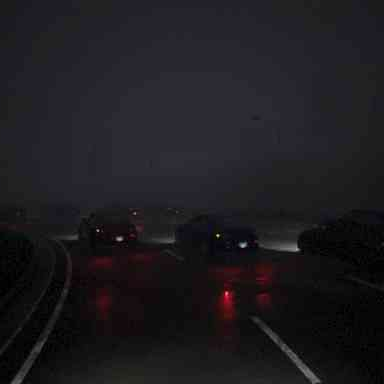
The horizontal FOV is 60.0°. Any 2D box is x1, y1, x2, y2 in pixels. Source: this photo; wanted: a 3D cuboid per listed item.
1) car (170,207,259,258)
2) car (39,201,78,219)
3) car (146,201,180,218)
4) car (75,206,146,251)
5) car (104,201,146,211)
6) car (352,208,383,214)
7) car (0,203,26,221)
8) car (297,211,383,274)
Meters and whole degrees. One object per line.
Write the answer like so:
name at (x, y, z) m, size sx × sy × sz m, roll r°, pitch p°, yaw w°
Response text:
car at (0.817, 1.515, 12.785) m, size 1.812 × 1.442 × 4.674 m, roll 0°, pitch 0°, yaw -21°
car at (-11.913, 1.553, 29.703) m, size 5.008 × 1.535 × 1.882 m, roll 0°, pitch 0°, yaw 42°
car at (-2.894, 1.535, 30.728) m, size 1.812 × 1.442 × 4.674 m, roll 0°, pitch 0°, yaw -44°
car at (-3.690, 1.547, 14.373) m, size 1.812 × 1.442 × 4.674 m, roll 0°, pitch 0°, yaw -26°
car at (-6.468, 1.540, 29.418) m, size 1.837 × 1.490 × 4.892 m, roll 0°, pitch 0°, yaw -45°
car at (7.639, 1.417, 14.362) m, size 1.882 × 1.535 × 5.008 m, roll 0°, pitch 0°, yaw -19°
car at (-15.916, 1.630, 28.541) m, size 4.674 × 1.442 × 1.812 m, roll 0°, pitch 0°, yaw 40°
car at (5.208, 1.522, 10.613) m, size 1.994 × 1.385 × 4.181 m, roll 0°, pitch 0°, yaw -15°
